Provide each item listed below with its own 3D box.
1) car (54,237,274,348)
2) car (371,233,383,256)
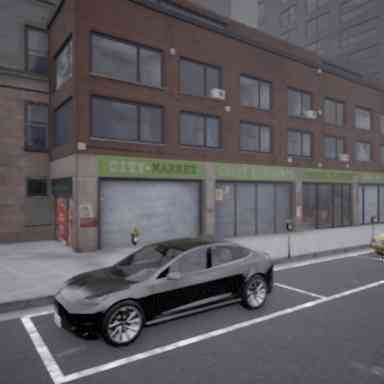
[{"bbox_3d":[-0.275,1.597,6.345,4.313,1.339,1.947,1,-1,-35],"label":"car"},{"bbox_3d":[8.682,1.658,12.733,4.829,1.417,1.752,1,-1,-35],"label":"car"}]
